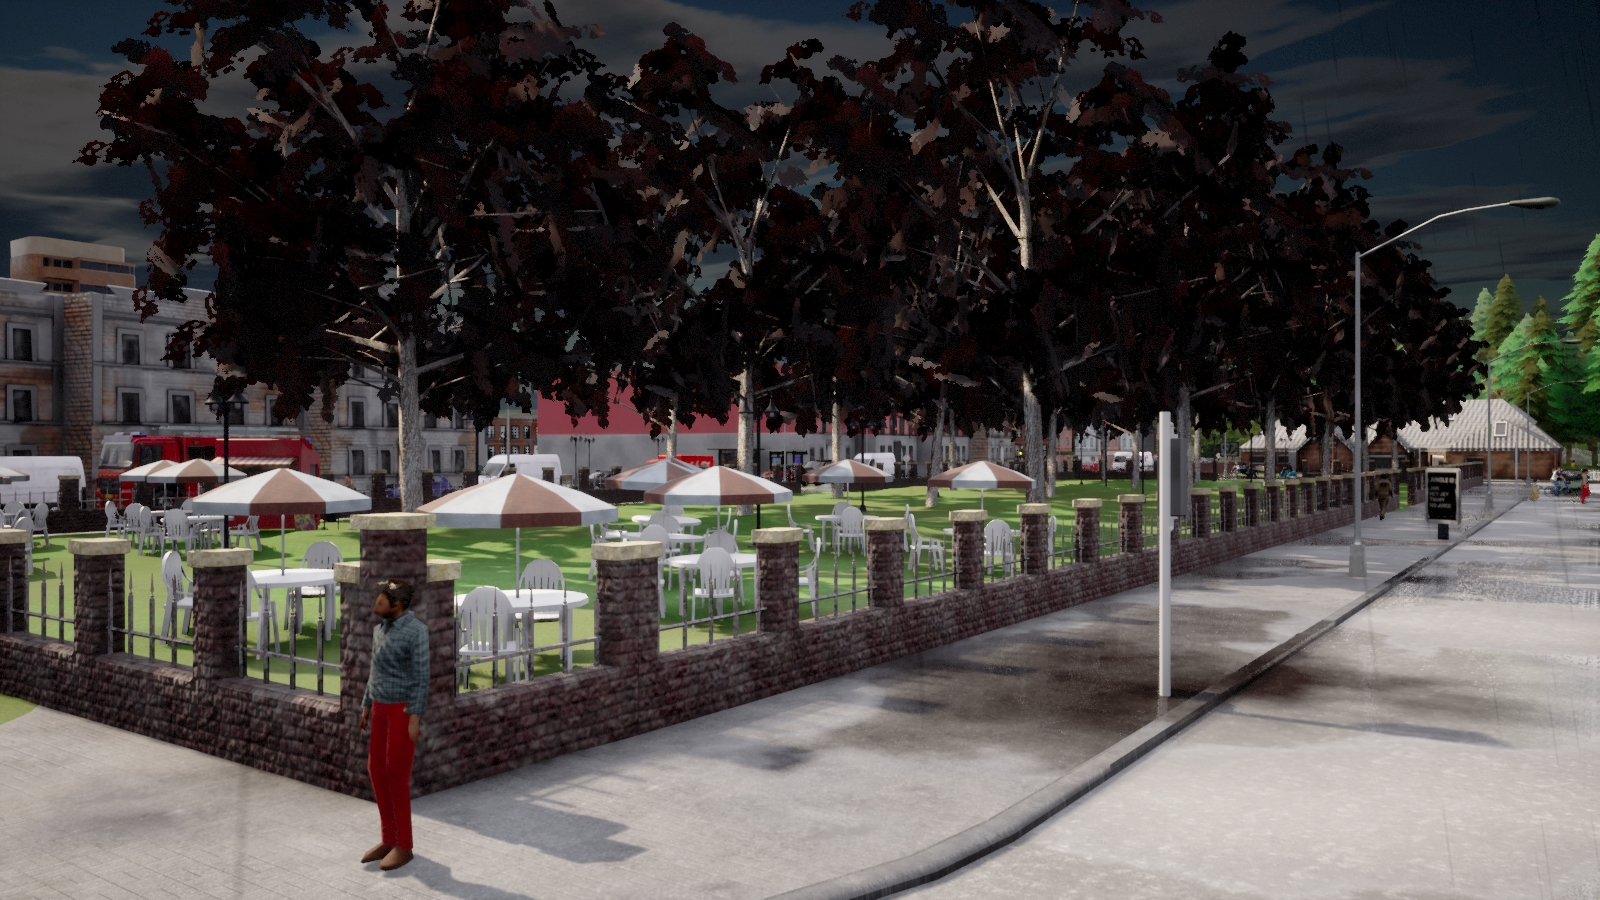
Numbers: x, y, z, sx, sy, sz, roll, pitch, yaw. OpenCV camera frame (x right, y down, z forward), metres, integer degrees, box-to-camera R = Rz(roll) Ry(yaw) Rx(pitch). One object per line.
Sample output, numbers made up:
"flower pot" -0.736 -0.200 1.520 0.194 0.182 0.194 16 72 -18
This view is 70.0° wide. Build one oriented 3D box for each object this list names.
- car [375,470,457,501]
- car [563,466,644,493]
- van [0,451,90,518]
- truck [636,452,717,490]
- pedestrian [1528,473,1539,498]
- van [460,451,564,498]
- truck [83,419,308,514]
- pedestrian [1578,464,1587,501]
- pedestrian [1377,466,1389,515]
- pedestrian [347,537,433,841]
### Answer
"car" -20.045 1.818 59.739 1.845 1.501 3.633 0 0 35
"car" -12.166 1.814 71.050 2.097 1.535 5.006 0 0 35
"van" -31.021 1.314 44.007 1.988 2.561 5.915 0 0 35
"truck" -8.233 1.348 76.671 2.627 2.467 5.204 0 0 35
"pedestrian" 39.544 1.908 61.604 0.375 1.300 0.375 0 0 -33
"van" -16.329 1.314 65.083 1.988 2.561 5.915 0 0 35
"truck" -26.598 0.670 50.778 2.891 3.827 8.468 0 0 35
"pedestrian" 39.779 1.628 58.104 0.375 1.860 0.375 0 0 32
"pedestrian" 22.213 1.525 43.545 0.375 1.860 0.375 0 0 35
"pedestrian" -2.655 1.517 7.406 0.375 1.860 0.375 0 0 36
